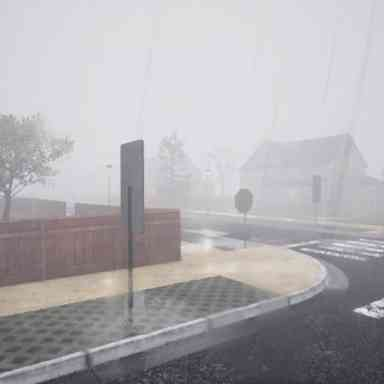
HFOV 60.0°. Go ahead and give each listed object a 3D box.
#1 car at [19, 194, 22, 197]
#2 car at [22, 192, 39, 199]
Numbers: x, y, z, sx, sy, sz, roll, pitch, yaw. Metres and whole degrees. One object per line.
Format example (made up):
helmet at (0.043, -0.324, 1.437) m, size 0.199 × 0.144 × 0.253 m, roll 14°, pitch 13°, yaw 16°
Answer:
car at (-42.782, 1.107, 84.917) m, size 2.033 × 1.411 × 5.357 m, roll 0°, pitch 0°, yaw -36°
car at (-36.687, 0.925, 76.383) m, size 2.150 × 2.045 × 5.566 m, roll 0°, pitch 0°, yaw -36°
